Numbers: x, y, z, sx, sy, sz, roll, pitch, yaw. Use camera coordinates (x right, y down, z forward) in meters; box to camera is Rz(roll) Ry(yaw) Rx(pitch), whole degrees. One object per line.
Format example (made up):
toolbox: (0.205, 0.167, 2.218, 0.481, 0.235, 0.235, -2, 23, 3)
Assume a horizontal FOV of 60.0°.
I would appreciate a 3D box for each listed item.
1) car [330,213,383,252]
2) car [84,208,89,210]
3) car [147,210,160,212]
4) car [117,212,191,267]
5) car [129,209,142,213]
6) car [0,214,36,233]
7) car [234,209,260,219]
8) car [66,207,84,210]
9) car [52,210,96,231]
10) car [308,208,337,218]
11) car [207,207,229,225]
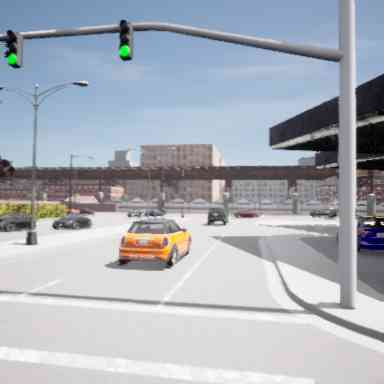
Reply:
car: (9.085, 2.128, 17.384, 2.242, 1.667, 4.611, 0, -2, 10)
car: (-21.268, 3.872, 65.790, 4.674, 1.442, 1.812, 0, -2, 10)
car: (-6.848, 3.928, 61.228, 4.181, 1.385, 1.994, -1, -3, 44)
car: (-1.364, 1.901, 13.883, 2.097, 1.767, 4.553, 0, -2, 10)
car: (-9.317, 3.577, 55.116, 2.128, 1.511, 4.902, 1, -2, 0)
car: (-14.491, 2.440, 26.630, 1.994, 1.385, 4.181, 0, -2, 10)
car: (9.983, 3.906, 60.148, 4.553, 1.767, 2.097, 0, -2, 10)
car: (-23.426, 3.543, 62.629, 4.553, 1.767, 2.097, 0, -2, 10)
car: (-10.476, 2.599, 29.310, 1.994, 1.385, 4.181, 0, -2, 10)
car: (26.732, 4.323, 67.934, 5.566, 2.045, 2.150, 0, -2, 10)
car: (3.146, 2.874, 39.980, 2.150, 2.045, 5.566, 0, -2, 10)
